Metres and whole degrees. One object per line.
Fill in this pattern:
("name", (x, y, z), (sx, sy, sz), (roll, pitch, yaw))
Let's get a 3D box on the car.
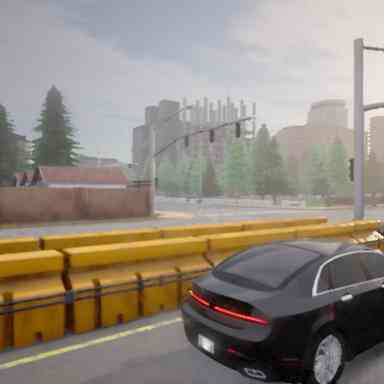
("car", (2.134, 1.503, 5.269), (4.892, 1.490, 1.837), (0, 0, -35))
